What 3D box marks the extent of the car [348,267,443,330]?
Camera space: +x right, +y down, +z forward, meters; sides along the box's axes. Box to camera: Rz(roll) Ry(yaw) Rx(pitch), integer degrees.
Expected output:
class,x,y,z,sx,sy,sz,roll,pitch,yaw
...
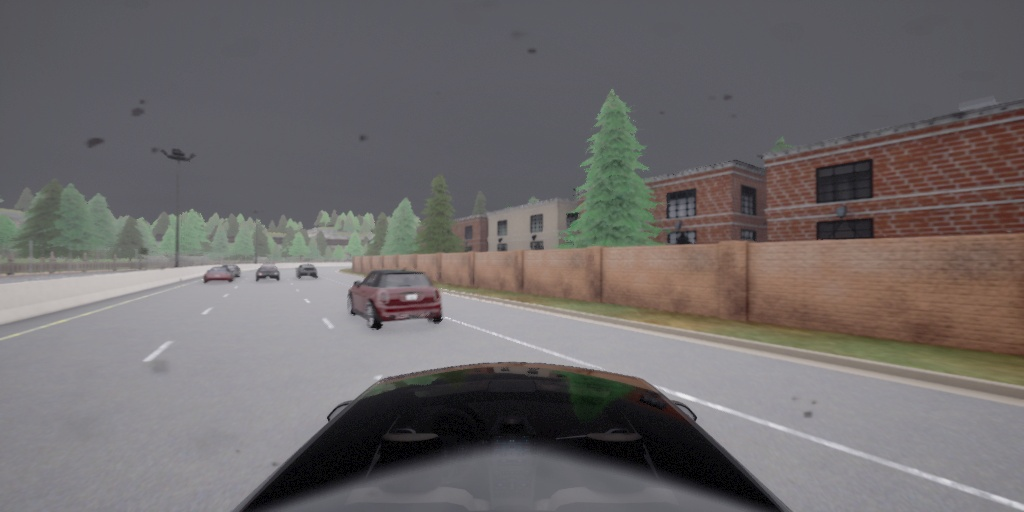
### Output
class,x,y,z,sx,sy,sz,roll,pitch,yaw
car,-4.067,1.225,12.066,2.097,1.767,4.553,1,-1,-34

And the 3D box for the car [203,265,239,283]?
class,x,y,z,sx,sy,sz,roll,pitch,yaw
car,-25.801,1.630,31.733,1.994,1.385,4.181,1,-1,-34

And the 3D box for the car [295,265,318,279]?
class,x,y,z,sx,sy,sz,roll,pitch,yaw
car,-22.786,1.685,39.775,1.837,1.490,4.892,1,0,-34

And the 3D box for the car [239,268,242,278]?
class,x,y,z,sx,sy,sz,roll,pitch,yaw
car,-31.354,1.704,39.955,2.033,1.411,5.357,1,-1,-34

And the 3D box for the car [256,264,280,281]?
class,x,y,z,sx,sy,sz,roll,pitch,yaw
car,-23.654,1.713,34.810,1.895,1.301,4.718,1,-1,-34
